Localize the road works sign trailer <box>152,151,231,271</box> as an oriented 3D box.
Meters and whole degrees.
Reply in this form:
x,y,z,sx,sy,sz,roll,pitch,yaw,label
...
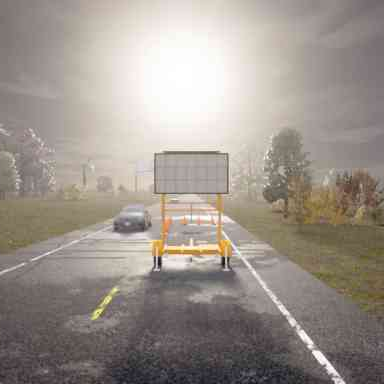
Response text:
x,y,z,sx,sy,sz,roll,pitch,yaw,label
-0.016,0.465,10.902,2.380,3.560,2.880,0,0,0,road works sign trailer

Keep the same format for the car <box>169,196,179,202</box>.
x,y,z,sx,sy,sz,roll,pitch,yaw,label
-3.598,1.591,66.146,2.033,1.411,5.357,0,0,0,car

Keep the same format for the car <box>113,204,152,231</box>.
x,y,z,sx,sy,sz,roll,pitch,yaw,label
-3.632,1.529,20.992,1.812,1.442,4.674,0,0,0,car
